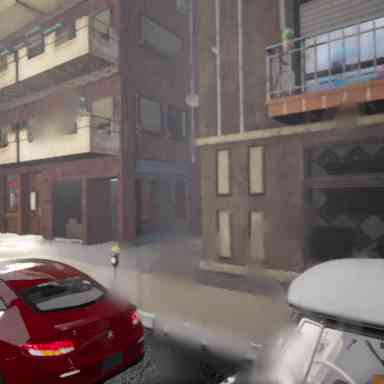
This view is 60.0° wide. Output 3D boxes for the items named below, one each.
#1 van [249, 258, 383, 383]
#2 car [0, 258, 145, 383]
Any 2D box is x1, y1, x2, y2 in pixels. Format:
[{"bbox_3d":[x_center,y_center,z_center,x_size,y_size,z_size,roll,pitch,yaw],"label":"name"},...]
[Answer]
[{"bbox_3d":[2.114,1.337,1.345,3.998,1.788,1.690,0,-1,35],"label":"van"},{"bbox_3d":[-2.505,1.602,4.633,4.206,1.307,1.802,0,-1,35],"label":"car"}]
